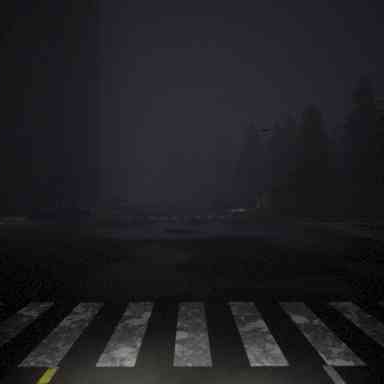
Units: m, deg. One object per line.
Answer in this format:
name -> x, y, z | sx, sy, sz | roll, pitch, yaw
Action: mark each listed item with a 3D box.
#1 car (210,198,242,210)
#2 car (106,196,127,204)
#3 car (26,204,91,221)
car -> 4.413, 1.571, 44.380 | 2.033, 1.411, 5.357 | 0, 0, -30
car -> -14.658, 1.535, 64.659 | 4.892, 1.490, 1.837 | 3, 1, 40
car -> -10.640, 1.591, 26.681 | 4.718, 1.301, 1.895 | 1, 2, -21
